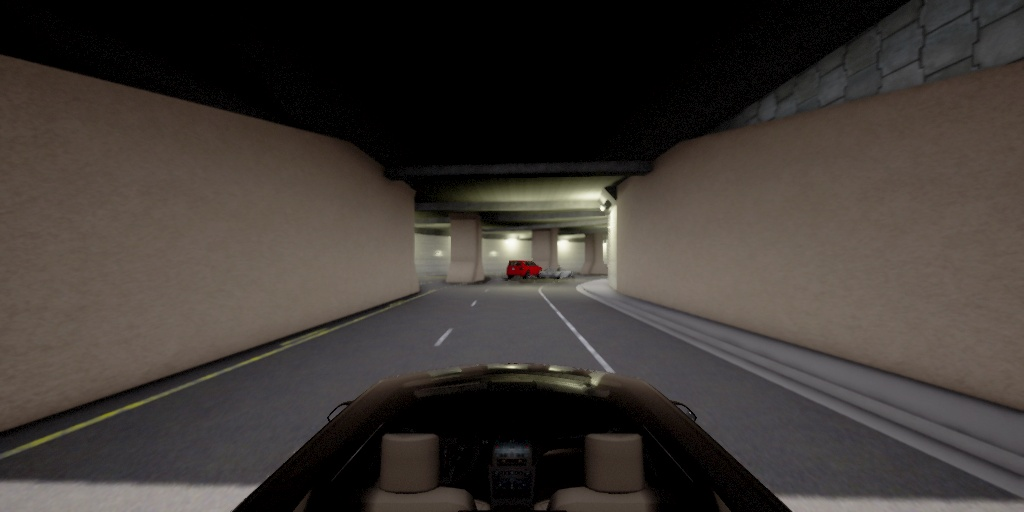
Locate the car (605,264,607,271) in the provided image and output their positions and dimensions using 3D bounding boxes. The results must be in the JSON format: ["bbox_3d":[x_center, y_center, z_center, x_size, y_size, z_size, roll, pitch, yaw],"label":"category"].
[{"bbox_3d":[18.387,2.092,61.059,4.181,1.385,1.994,0,-1,-23],"label":"car"}]

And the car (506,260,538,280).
[{"bbox_3d":[1.488,1.462,38.937,2.150,2.045,5.566,-1,-1,30],"label":"car"}]

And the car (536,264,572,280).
[{"bbox_3d":[4.651,1.819,37.375,1.895,1.301,4.718,0,-1,30],"label":"car"}]
